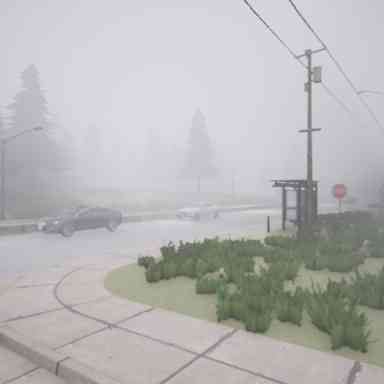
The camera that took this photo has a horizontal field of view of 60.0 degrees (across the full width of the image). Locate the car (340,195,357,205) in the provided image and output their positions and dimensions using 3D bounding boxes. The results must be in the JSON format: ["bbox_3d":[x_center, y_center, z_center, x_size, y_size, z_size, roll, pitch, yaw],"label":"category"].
[{"bbox_3d":[27.982,1.354,59.321,2.097,1.767,4.553,0,0,36],"label":"car"}]

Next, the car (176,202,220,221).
[{"bbox_3d":[0.614,1.530,27.476,1.812,1.442,4.674,0,1,36],"label":"car"}]

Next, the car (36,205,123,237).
[{"bbox_3d":[-6.022,1.495,18.334,2.128,1.511,4.902,0,0,36],"label":"car"}]
